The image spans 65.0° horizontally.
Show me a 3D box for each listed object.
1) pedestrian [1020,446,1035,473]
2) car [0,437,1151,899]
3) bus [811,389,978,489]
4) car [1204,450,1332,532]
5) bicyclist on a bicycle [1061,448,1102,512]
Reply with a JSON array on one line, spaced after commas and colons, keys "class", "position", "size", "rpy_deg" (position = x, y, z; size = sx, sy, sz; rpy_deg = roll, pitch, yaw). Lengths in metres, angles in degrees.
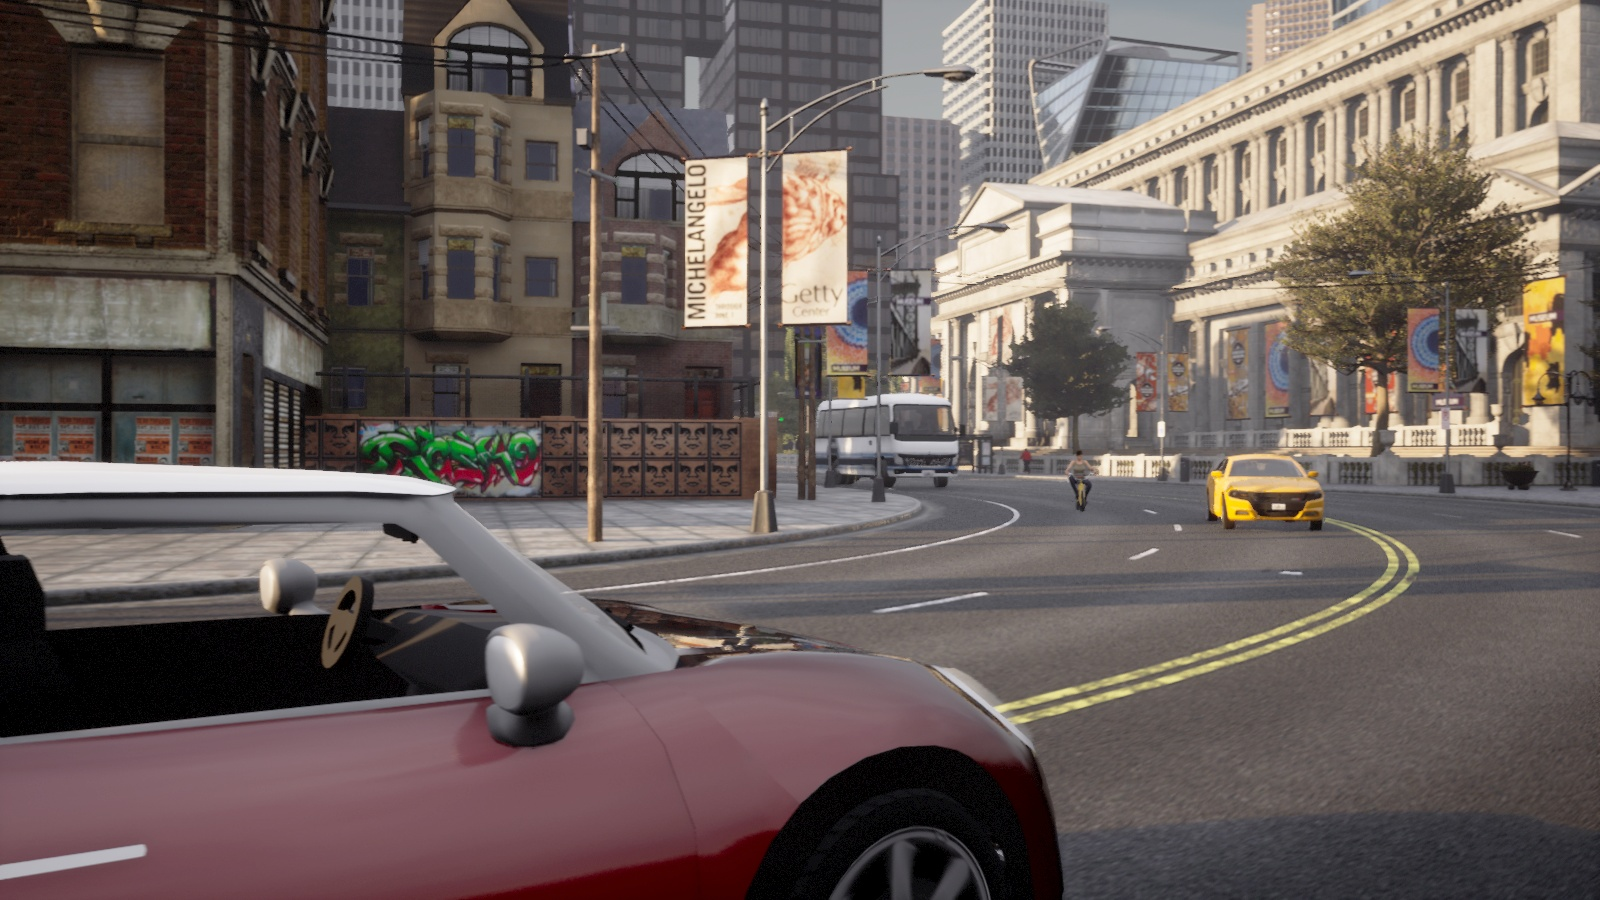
[{"class": "pedestrian", "position": [15.584, 0.645, 85.887], "size": [0.634, 1.844, 0.899], "rpy_deg": [0, 0, -20]}, {"class": "car", "position": [-1.235, 0.724, 2.858], "size": [3.806, 1.475, 1.970], "rpy_deg": [0, 0, -36]}, {"class": "bus", "position": [4.136, -0.448, 58.572], "size": [3.944, 4.253, 10.273], "rpy_deg": [0, 0, -20]}, {"class": "car", "position": [9.707, 0.784, 26.409], "size": [1.882, 1.535, 5.008], "rpy_deg": [0, 0, 13]}, {"class": "bicyclist on a bicycle", "position": [7.294, 0.770, 32.555], "size": [0.866, 1.612, 1.509], "rpy_deg": [-1, 0, 7]}]
